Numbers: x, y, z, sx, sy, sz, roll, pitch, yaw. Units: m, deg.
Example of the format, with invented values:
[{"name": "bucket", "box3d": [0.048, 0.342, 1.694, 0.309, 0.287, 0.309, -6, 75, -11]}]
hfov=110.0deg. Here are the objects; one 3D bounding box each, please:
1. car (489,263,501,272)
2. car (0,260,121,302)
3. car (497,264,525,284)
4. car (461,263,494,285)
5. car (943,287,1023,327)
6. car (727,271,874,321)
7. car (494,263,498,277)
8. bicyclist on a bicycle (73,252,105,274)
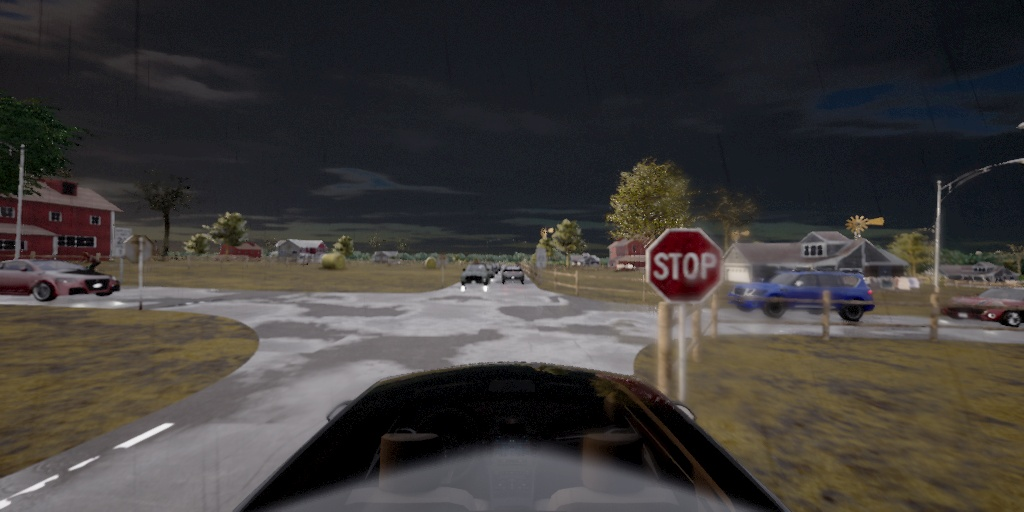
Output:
[{"name": "car", "box3d": [-2.797, 1.933, 60.295, 1.837, 1.490, 4.892, 0, -1, 0]}, {"name": "car", "box3d": [-17.166, 0.829, 13.143, 4.181, 1.385, 1.994, 2, -1, 0]}, {"name": "car", "box3d": [0.083, 1.576, 31.497, 2.128, 1.511, 4.902, 0, -1, 0]}, {"name": "car", "box3d": [-2.872, 1.410, 29.148, 2.097, 1.767, 4.553, 0, -1, 0]}, {"name": "car", "box3d": [22.585, 2.199, 16.154, 4.553, 1.767, 2.097, 2, -1, 0]}, {"name": "car", "box3d": [12.874, 1.682, 16.147, 5.566, 2.045, 2.150, 2, -1, 0]}, {"name": "car", "box3d": [-2.861, 1.683, 39.685, 1.837, 1.490, 4.892, 0, -1, 0]}, {"name": "bicyclist on a bicycle", "box3d": [-22.629, 0.594, 19.123, 0.582, 1.620, 1.656, 2, -1, 0]}]
